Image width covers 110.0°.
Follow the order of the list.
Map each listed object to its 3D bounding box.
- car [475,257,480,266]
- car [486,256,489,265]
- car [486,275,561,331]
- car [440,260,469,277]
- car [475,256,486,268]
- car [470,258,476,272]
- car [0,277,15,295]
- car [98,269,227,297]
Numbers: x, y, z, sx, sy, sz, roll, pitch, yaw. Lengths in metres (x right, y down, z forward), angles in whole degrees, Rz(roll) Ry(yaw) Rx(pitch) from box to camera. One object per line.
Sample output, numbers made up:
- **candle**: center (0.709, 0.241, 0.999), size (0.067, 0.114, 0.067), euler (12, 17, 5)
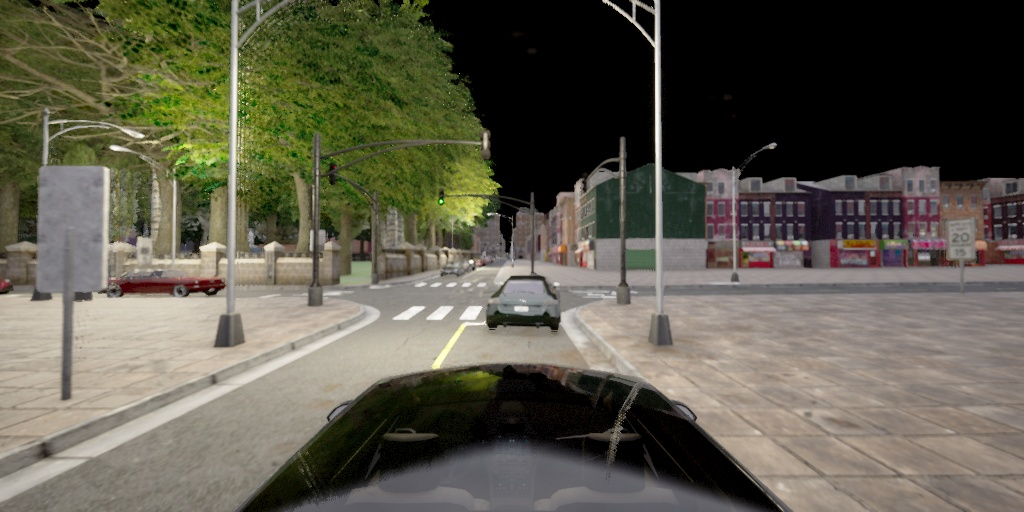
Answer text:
- **car**: center (-5.534, 1.138, 45.623), size (1.948, 1.339, 4.313), euler (0, 0, 0)
- **car**: center (-5.638, 0.849, 61.972), size (2.192, 1.841, 5.009), euler (0, 0, 0)
- **car**: center (0.487, 1.266, 10.877), size (1.994, 1.385, 4.181), euler (0, 0, 7)
- **car**: center (-5.480, 1.166, 33.037), size (2.007, 1.370, 4.403), euler (0, 0, 0)
- **car**: center (-5.603, 1.127, 56.522), size (1.802, 1.307, 4.207), euler (0, 0, 0)
- **car**: center (-5.499, 1.141, 40.173), size (2.007, 1.370, 4.403), euler (0, 0, 0)
- **car**: center (-26.140, 1.221, 16.591), size (4.181, 1.385, 1.994), euler (0, -1, 0)
- **car**: center (-16.114, 1.262, 16.626), size (4.718, 1.301, 1.895), euler (0, -1, 0)
